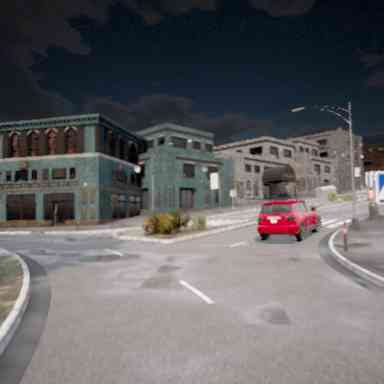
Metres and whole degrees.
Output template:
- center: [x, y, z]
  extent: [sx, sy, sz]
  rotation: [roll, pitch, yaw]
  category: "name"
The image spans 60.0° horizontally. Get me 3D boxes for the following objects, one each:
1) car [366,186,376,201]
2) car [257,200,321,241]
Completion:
- center: [23.397, 0.032, 41.489]
  extent: [4.553, 1.767, 2.097]
  rotation: [-5, 0, -45]
  category: "car"
- center: [5.488, 1.465, 18.517]
  extent: [2.150, 2.045, 5.566]
  rotation: [-4, -1, 33]
  category: "car"
